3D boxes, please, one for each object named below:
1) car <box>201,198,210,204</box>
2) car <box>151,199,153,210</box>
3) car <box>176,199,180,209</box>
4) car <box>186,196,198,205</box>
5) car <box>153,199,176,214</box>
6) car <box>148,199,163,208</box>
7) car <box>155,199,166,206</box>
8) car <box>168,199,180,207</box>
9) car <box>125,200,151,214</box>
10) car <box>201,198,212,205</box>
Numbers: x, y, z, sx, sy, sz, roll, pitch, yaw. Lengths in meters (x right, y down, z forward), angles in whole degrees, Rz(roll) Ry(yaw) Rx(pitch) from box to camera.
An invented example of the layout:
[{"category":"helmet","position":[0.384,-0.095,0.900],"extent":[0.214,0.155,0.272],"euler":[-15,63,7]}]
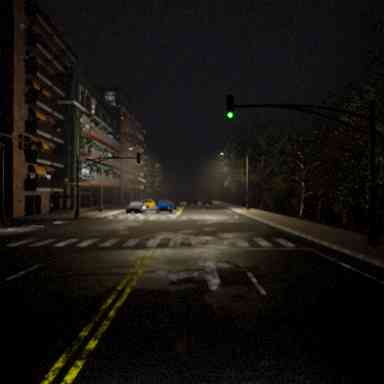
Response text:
[{"category":"car","position":[3.265,2.123,81.344],"extent":[2.033,1.411,5.357],"euler":[0,0,0]},{"category":"car","position":[-6.542,1.865,49.378],"extent":[1.882,1.535,5.008],"euler":[0,0,0]},{"category":"car","position":[-3.284,1.890,50.658],"extent":[2.128,1.511,4.902],"euler":[0,0,1]},{"category":"car","position":[0.013,1.784,70.959],"extent":[2.150,2.045,5.566],"euler":[0,0,0]},{"category":"car","position":[-3.332,1.799,41.177],"extent":[1.882,1.535,5.008],"euler":[0,0,0]},{"category":"car","position":[-6.491,1.962,59.518],"extent":[2.128,1.511,4.902],"euler":[0,0,0]},{"category":"car","position":[-6.487,2.138,69.841],"extent":[1.895,1.301,4.718],"euler":[0,0,0]},{"category":"car","position":[-3.240,1.985,60.719],"extent":[1.837,1.490,4.892],"euler":[0,0,0]},{"category":"car","position":[-6.585,1.857,39.725],"extent":[2.033,1.411,5.357],"euler":[0,0,0]},{"category":"car","position":[3.263,2.058,70.924],"extent":[1.837,1.490,4.892],"euler":[0,0,0]}]
